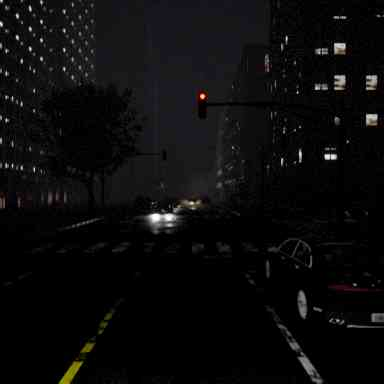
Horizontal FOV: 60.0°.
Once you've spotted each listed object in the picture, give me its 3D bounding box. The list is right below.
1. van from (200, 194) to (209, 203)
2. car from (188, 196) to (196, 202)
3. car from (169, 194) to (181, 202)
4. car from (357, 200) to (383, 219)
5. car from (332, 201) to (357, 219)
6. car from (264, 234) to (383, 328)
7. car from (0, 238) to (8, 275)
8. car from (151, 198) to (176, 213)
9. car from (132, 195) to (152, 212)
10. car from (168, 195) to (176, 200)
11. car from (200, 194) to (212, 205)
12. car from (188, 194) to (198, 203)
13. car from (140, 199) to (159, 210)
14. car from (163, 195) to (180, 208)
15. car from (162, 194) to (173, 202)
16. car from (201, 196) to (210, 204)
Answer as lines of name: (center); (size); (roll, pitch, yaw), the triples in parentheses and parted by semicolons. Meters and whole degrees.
van: (2.681, 1.398, 72.438); (1.690, 1.788, 3.998); (0, 0, 0)
car: (-0.008, 1.663, 78.905); (1.895, 1.301, 4.718); (0, 0, 0)
car: (-3.077, 1.565, 59.628); (1.812, 1.442, 4.674); (0, 0, 0)
car: (14.886, 1.283, 23.754); (4.892, 1.490, 1.837); (-1, 0, -1)
car: (13.423, 1.349, 26.319); (4.403, 1.369, 2.008); (-1, 1, -1)
car: (2.688, 1.551, 6.912); (2.008, 1.369, 4.403); (0, 0, 0)
car: (-5.692, 1.545, 6.911); (1.887, 1.381, 4.507); (0, 0, 0)
car: (-3.093, 1.618, 37.150); (1.895, 1.301, 4.718); (0, 0, -1)
car: (-5.696, 1.334, 39.299); (2.192, 1.841, 5.009); (0, 0, 0)
car: (-5.702, 1.649, 94.528); (2.008, 1.369, 4.403); (0, 0, 0)
car: (2.683, 1.607, 61.391); (1.947, 1.339, 4.313); (0, 0, 0)
car: (0.091, 1.652, 68.903); (1.895, 1.301, 4.718); (0, 0, 0)
car: (-5.697, 1.590, 44.822); (1.947, 1.339, 4.313); (0, 0, 0)
car: (-3.102, 1.553, 48.135); (1.812, 1.442, 4.674); (0, 0, 0)
car: (-5.700, 1.381, 77.959); (2.192, 1.841, 5.009); (0, 0, 0)
car: (2.682, 1.574, 67.084); (1.752, 1.417, 4.829); (0, 0, 0)
